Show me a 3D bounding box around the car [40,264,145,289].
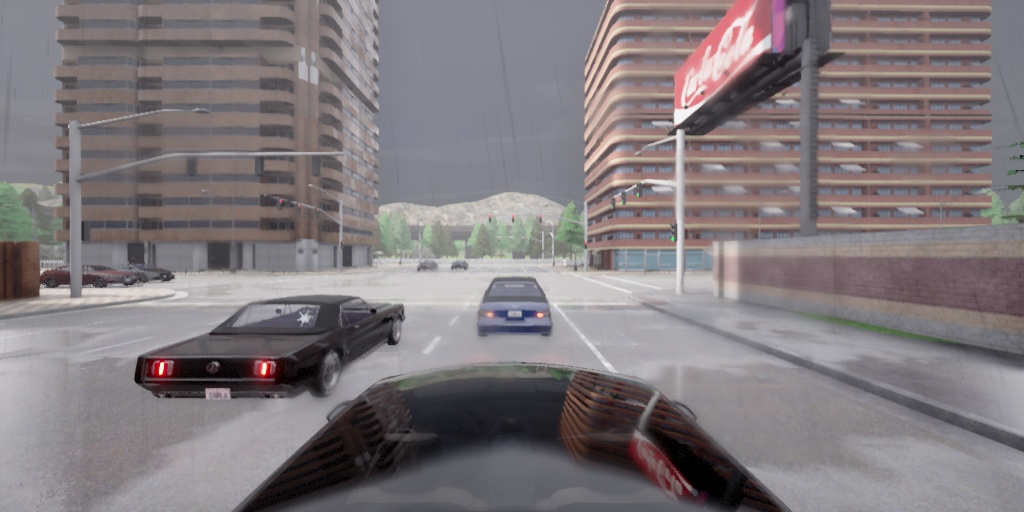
[{"bbox_3d":[-26.183,1.229,22.233,4.674,1.442,1.812,0,0,-1],"label":"car"}]

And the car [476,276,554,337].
[{"bbox_3d":[0.065,1.278,10.176,2.033,1.411,5.357,0,0,0],"label":"car"}]

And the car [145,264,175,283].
[{"bbox_3d":[-26.896,1.260,25.708,4.181,1.385,1.994,0,0,0],"label":"car"}]

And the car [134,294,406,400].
[{"bbox_3d":[-3.450,1.340,6.453,1.895,1.301,4.718,0,0,0],"label":"car"}]

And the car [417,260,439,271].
[{"bbox_3d":[-10.654,1.215,45.573,1.994,1.385,4.181,0,0,1],"label":"car"}]

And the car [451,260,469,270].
[{"bbox_3d":[-7.141,1.206,49.393,1.994,1.385,4.181,0,0,1],"label":"car"}]
